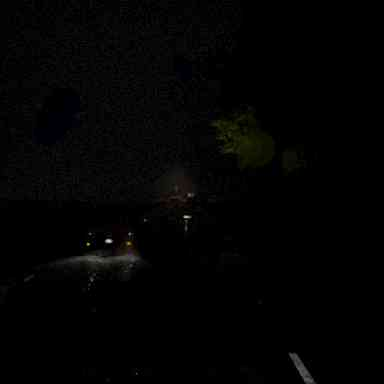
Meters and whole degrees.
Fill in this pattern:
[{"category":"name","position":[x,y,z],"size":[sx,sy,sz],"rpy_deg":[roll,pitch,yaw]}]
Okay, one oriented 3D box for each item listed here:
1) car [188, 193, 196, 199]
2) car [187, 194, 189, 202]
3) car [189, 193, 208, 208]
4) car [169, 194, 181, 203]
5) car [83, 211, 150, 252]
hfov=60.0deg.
[{"category":"car","position":[-0.013,0.817,77.200],"size":[1.895,1.301,4.718],"rpy_deg":[0,1,0]},{"category":"car","position":[-0.010,1.094,59.875],"size":[2.033,1.411,5.357],"rpy_deg":[0,1,0]},{"category":"car","position":[0.955,1.051,42.284],"size":[2.097,1.767,4.553],"rpy_deg":[0,0,0]},{"category":"car","position":[-2.812,1.054,56.633],"size":[1.882,1.535,5.008],"rpy_deg":[0,1,0]},{"category":"car","position":[-2.851,1.471,13.379],"size":[1.994,1.385,4.181],"rpy_deg":[0,0,0]}]
